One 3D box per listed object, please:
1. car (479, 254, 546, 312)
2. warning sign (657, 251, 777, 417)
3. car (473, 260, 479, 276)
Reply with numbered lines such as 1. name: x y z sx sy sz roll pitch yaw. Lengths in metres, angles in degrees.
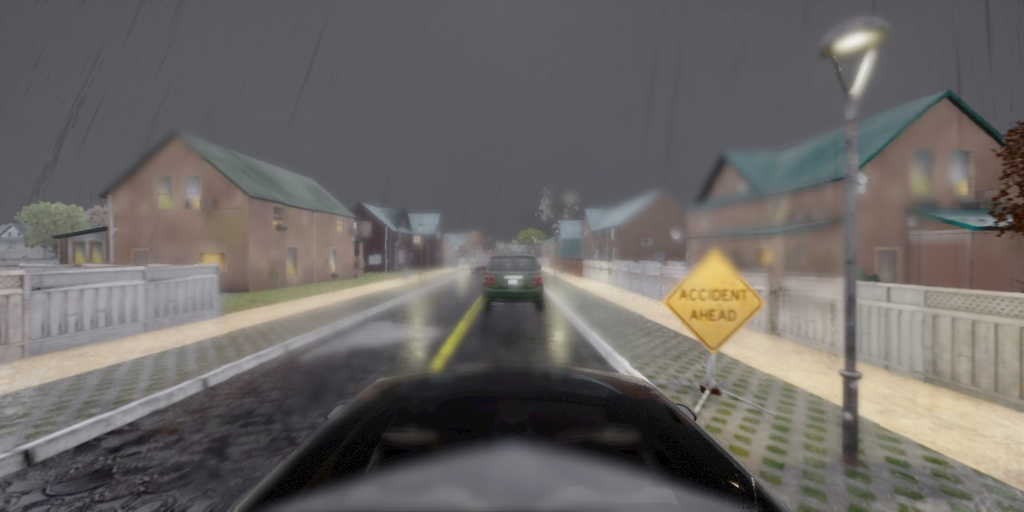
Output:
1. car: 0.091 0.961 14.254 2.150 2.045 5.566 0 0 0
2. warning sign: 2.517 0.862 4.549 1.300 1.860 1.060 0 0 0
3. car: -2.849 1.111 37.255 2.097 1.767 4.553 0 0 0
